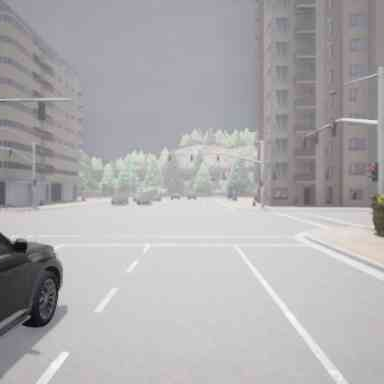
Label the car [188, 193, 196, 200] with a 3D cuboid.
[{"bbox_3d":[-0.009,0.964,70.866,2.128,1.511,4.902,0,0,0],"label":"car"}]

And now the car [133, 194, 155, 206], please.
[{"bbox_3d":[-7.079,1.220,49.491,1.837,1.490,4.892,0,2,0],"label":"car"}]

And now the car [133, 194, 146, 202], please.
[{"bbox_3d":[-10.508,1.150,66.365,1.812,1.442,4.674,0,0,0],"label":"car"}]

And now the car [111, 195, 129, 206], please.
[{"bbox_3d":[-10.578,1.227,48.953,1.837,1.490,4.892,0,1,0],"label":"car"}]

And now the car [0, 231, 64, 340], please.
[{"bbox_3d":[-3.456,1.199,3.783,2.150,2.045,5.566,0,0,1],"label":"car"}]

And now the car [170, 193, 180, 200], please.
[{"bbox_3d":[-3.509,0.963,70.866,1.812,1.442,4.674,0,0,0],"label":"car"}]

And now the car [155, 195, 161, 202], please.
[{"bbox_3d":[-7.032,1.200,64.212,1.994,1.385,4.181,0,0,1],"label":"car"}]
